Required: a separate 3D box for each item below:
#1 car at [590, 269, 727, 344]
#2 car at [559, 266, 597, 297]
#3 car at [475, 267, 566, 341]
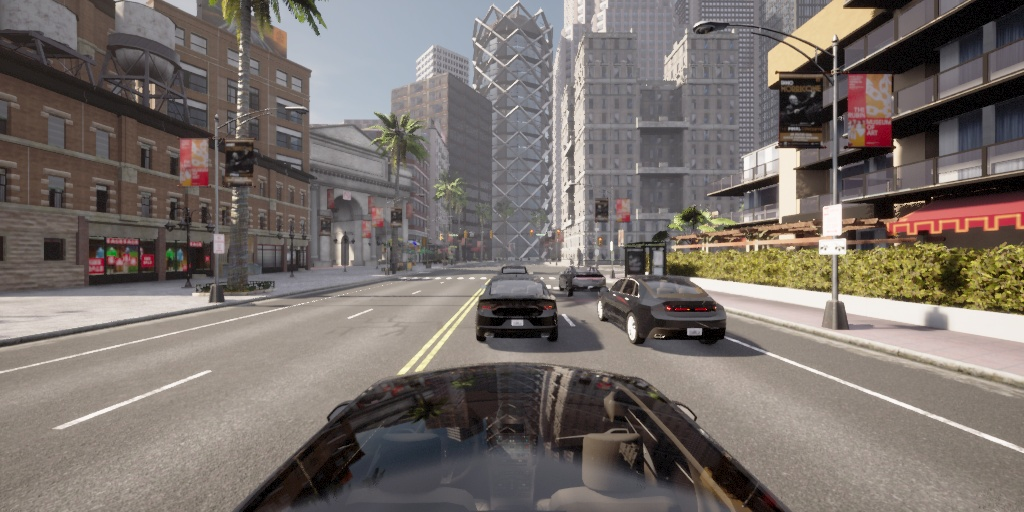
[{"bbox_3d":[3.611,1.255,9.529,1.837,1.490,4.892,0,0,0],"label":"car"},{"bbox_3d":[3.605,1.241,18.934,2.128,1.511,4.902,0,0,0],"label":"car"},{"bbox_3d":[0.110,1.228,9.884,1.882,1.535,5.008,0,0,0],"label":"car"}]
